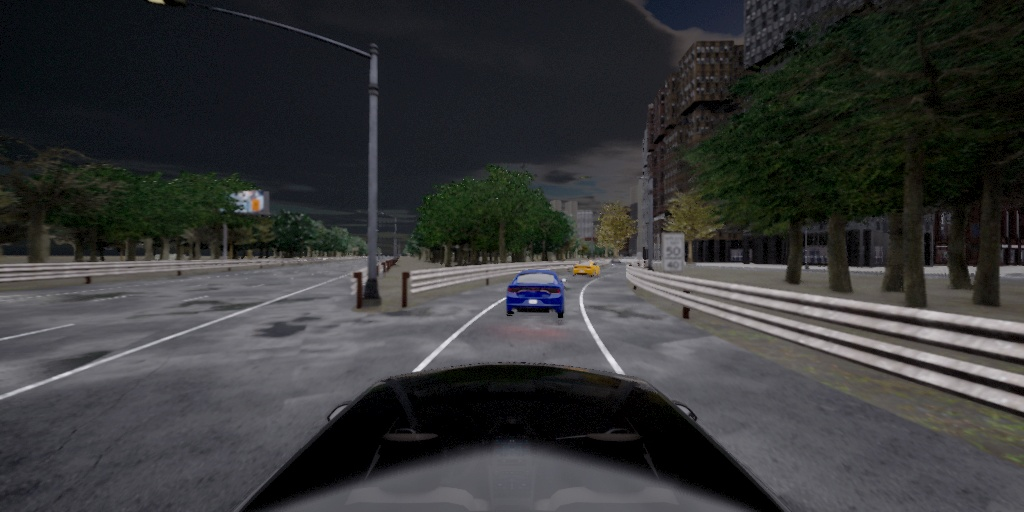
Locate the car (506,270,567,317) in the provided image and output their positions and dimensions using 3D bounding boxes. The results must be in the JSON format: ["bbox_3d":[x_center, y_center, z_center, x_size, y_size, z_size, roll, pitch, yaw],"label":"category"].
[{"bbox_3d":[0.985,1.248,13.356,1.882,1.535,5.008,0,0,8],"label":"car"}]

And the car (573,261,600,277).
[{"bbox_3d":[7.511,1.263,35.709,1.882,1.535,5.008,0,0,24],"label":"car"}]
